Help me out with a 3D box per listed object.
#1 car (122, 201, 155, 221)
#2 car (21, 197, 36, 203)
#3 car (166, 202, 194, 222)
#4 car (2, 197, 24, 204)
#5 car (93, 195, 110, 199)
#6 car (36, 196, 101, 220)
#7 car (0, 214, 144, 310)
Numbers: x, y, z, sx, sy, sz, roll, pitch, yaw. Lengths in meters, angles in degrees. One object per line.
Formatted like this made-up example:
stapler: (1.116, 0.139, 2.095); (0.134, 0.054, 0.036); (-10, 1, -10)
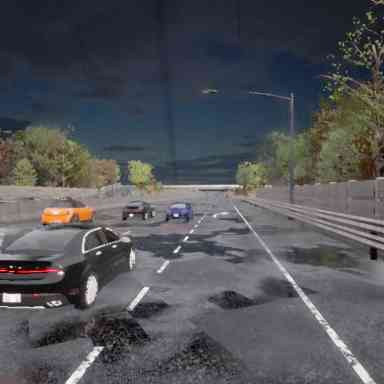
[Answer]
car: (-4.363, 1.506, 27.660); (1.837, 1.490, 4.892); (0, 0, 5)
car: (-17.558, 1.568, 39.028); (1.994, 1.385, 4.181); (0, 0, 5)
car: (-0.938, 1.526, 26.689); (1.812, 1.442, 4.674); (0, 0, 5)
car: (-20.947, 1.357, 40.381); (2.097, 1.767, 4.553); (0, 0, 5)
car: (-20.801, 1.580, 78.271); (2.033, 1.411, 5.357); (0, 0, 5)
car: (-8.323, 1.352, 22.932); (2.097, 1.767, 4.553); (0, 0, 5)
car: (-2.709, 1.503, 7.866); (1.837, 1.490, 4.892); (0, 0, 5)
